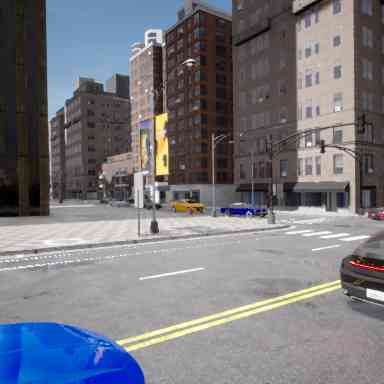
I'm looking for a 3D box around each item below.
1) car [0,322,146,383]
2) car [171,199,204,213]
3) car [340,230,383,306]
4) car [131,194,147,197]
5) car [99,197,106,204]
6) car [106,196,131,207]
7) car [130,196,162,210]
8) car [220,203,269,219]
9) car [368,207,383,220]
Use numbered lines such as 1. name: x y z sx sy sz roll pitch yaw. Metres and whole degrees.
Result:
1. car: -2.596 1.478 1.589 5.008 1.535 1.882 0 0 -35
2. car: -0.556 1.603 38.357 1.882 1.535 5.008 -1 0 -35
3. car: 5.095 1.504 7.078 4.892 1.490 1.837 0 0 -36
4. car: -9.326 1.361 56.357 2.150 2.045 5.566 -1 0 -35
5. car: -17.216 1.742 67.568 2.033 1.411 5.357 -1 0 -35
6. car: -11.979 1.797 54.650 1.895 1.301 4.718 -1 0 -35
7. car: -6.241 1.707 46.440 2.033 1.411 5.357 -1 0 -35
8. car: 4.798 1.695 30.753 1.895 1.301 4.718 -1 0 -35
9. car: 15.953 1.572 25.735 4.181 1.385 1.994 0 0 -4
